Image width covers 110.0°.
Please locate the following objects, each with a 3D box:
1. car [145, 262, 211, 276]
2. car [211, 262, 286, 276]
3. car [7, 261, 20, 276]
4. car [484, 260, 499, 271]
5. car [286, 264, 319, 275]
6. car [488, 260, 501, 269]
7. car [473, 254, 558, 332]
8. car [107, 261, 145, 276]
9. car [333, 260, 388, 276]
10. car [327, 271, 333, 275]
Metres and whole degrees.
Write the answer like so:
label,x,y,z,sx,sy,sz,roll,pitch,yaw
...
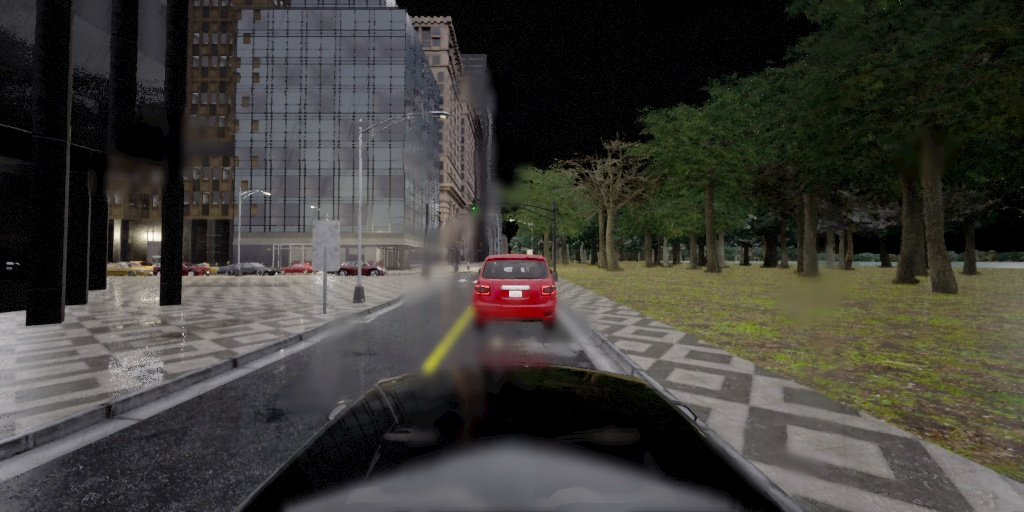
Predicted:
label,x,y,z,sx,sy,sz,roll,pitch,yaw
car,-29.933,1.243,32.637,4.507,1.381,1.888,0,0,0
car,-25.856,1.315,35.322,5.357,1.411,2.033,0,-2,0
car,-46.396,1.147,32.635,4.097,1.591,1.967,0,0,0
car,-3.046,1.395,53.077,2.033,1.411,5.357,0,0,-3
car,-24.442,1.504,41.160,4.207,1.307,1.802,0,0,0
car,-2.983,1.453,63.121,1.994,1.385,4.181,0,0,1
car,0.103,0.976,11.026,2.150,2.045,5.566,0,0,0
car,-35.250,1.227,32.636,4.829,1.417,1.751,0,0,0
car,-13.502,1.129,32.639,4.097,1.591,1.967,0,0,-1
car,-15.378,1.310,35.376,5.357,1.411,2.033,0,-2,5
